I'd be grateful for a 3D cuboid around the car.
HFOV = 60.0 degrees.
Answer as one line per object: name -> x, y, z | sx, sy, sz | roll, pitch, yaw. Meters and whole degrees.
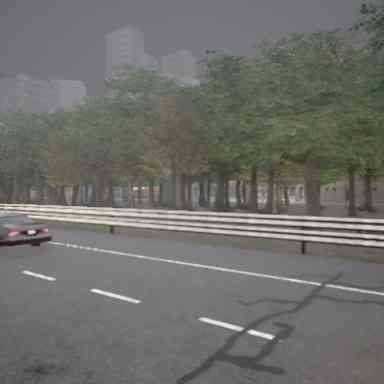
car -> -8.045, 1.558, 13.906 | 5.357, 1.411, 2.033 | 0, 0, 36
